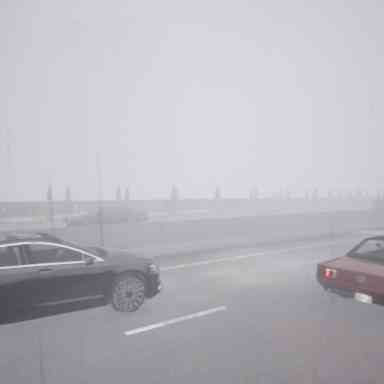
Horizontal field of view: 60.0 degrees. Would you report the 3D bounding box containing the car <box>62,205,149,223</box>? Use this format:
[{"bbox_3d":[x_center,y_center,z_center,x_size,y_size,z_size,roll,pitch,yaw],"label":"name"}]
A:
[{"bbox_3d":[-5.497,1.548,21.566,5.357,1.411,2.033,0,0,-35],"label":"car"}]

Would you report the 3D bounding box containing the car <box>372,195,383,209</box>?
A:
[{"bbox_3d":[22.358,1.225,37.110,5.566,2.045,2.150,0,0,-35],"label":"car"}]

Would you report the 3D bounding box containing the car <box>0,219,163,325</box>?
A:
[{"bbox_3d":[-2.871,1.492,5.998,4.902,1.511,2.128,0,0,-35],"label":"car"}]

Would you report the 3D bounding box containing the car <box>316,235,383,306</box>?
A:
[{"bbox_3d":[4.871,1.601,7.220,4.718,1.301,1.895,0,0,-35],"label":"car"}]
